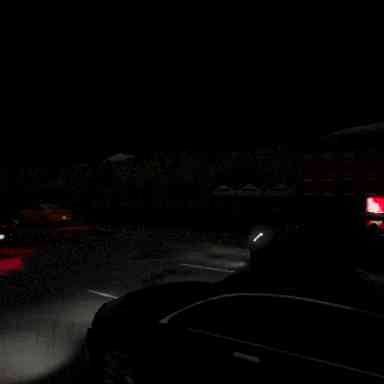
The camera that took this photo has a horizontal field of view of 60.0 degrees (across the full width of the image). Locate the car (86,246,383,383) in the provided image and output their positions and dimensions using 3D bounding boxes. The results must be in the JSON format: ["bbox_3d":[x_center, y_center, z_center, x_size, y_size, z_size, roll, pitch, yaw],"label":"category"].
[{"bbox_3d":[0.971,1.514,3.297,4.892,1.490,1.837,0,0,36],"label":"car"}]

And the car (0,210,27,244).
[{"bbox_3d":[-9.956,1.627,15.384,4.892,1.490,1.837,0,0,35],"label":"car"}]

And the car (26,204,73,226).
[{"bbox_3d":[-10.952,1.642,24.689,5.008,1.535,1.882,0,0,35],"label":"car"}]

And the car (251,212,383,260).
[{"bbox_3d":[4.015,1.368,9.725,4.553,1.767,2.097,-1,0,35],"label":"car"}]
